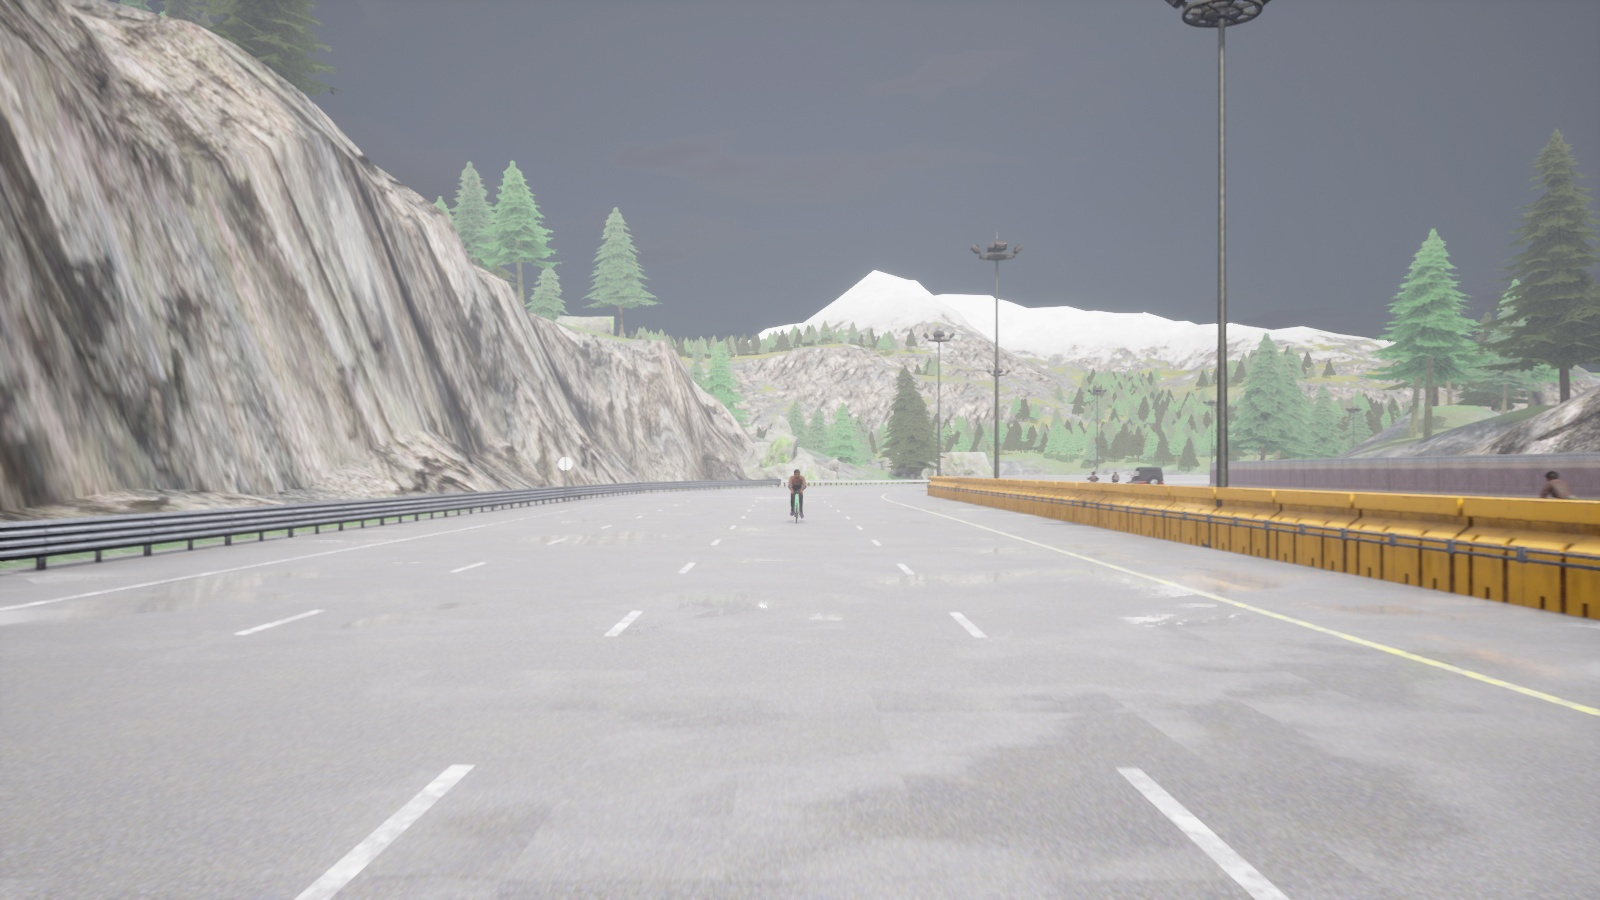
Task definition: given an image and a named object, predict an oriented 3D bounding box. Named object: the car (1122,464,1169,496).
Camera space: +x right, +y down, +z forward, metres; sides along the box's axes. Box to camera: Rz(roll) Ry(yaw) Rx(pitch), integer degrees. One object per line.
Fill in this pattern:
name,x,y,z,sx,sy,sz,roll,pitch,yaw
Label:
car,20.784,1.793,75.603,1.905,1.878,3.866,0,-1,3
